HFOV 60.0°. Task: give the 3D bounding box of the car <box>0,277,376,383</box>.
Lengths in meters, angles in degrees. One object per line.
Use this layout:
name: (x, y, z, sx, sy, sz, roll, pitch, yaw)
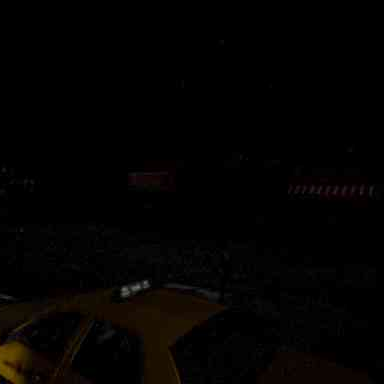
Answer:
car: (-0.778, 1.549, 3.356, 4.829, 1.417, 1.752, 0, 0, 36)
